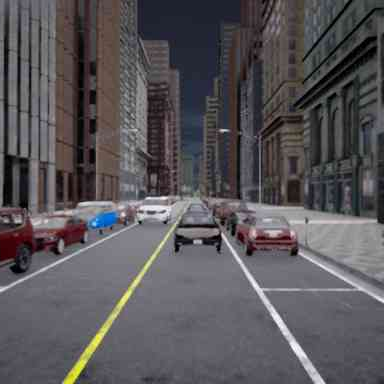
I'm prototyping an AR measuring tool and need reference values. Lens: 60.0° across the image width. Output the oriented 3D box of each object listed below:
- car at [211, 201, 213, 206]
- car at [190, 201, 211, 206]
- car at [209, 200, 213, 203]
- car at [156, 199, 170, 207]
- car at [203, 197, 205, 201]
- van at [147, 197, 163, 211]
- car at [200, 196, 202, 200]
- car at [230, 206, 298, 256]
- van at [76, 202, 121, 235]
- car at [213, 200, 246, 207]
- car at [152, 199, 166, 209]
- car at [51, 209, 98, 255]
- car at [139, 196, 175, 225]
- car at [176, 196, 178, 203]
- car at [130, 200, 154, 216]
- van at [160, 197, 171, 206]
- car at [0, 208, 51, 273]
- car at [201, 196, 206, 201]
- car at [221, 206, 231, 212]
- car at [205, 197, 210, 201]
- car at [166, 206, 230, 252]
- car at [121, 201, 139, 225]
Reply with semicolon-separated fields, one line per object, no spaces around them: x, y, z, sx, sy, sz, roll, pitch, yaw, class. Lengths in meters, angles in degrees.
3.078;1.776;30.570;1.887;1.381;4.507;0;0;1;car
0.417;1.785;30.475;1.994;1.385;4.181;0;0;1;car
3.140;1.838;36.206;1.947;1.339;4.313;0;0;1;car
-5.137;1.958;58.835;2.008;1.369;4.403;0;0;1;car
3.387;2.003;58.748;1.947;1.339;4.313;0;0;1;car
-5.261;1.664;47.565;1.690;1.788;3.998;0;0;1;van
3.696;2.236;86.928;1.802;1.307;4.206;0;0;1;car
2.893;1.549;13.663;1.967;1.590;4.097;0;0;1;car
-5.570;1.460;19.384;1.690;1.788;3.998;0;0;1;van
3.016;1.506;24.936;2.192;1.841;5.009;0;0;1;car
-5.201;1.889;53.030;1.752;1.417;4.829;0;0;1;car
-5.632;1.623;13.746;1.887;1.381;4.507;0;0;1;car
-2.816;1.397;25.965;2.150;2.045;5.566;0;0;1;car
-4.952;1.851;75.746;2.192;1.841;5.009;0;0;1;car
-5.384;1.681;36.292;1.967;1.590;4.097;0;0;1;car
-5.075;1.791;64.473;1.690;1.788;3.998;0;0;1;van
-5.694;1.353;8.111;2.192;1.841;5.009;0;0;1;car
3.573;2.149;75.656;1.802;1.307;4.206;0;0;1;car
2.954;1.716;19.298;1.947;1.339;4.313;0;0;1;car
3.264;1.794;47.478;1.967;1.590;4.097;0;0;1;car
0.240;1.595;14.327;2.128;1.511;4.902;0;0;1;car
-5.508;1.600;25.020;1.967;1.590;4.097;0;0;1;car
